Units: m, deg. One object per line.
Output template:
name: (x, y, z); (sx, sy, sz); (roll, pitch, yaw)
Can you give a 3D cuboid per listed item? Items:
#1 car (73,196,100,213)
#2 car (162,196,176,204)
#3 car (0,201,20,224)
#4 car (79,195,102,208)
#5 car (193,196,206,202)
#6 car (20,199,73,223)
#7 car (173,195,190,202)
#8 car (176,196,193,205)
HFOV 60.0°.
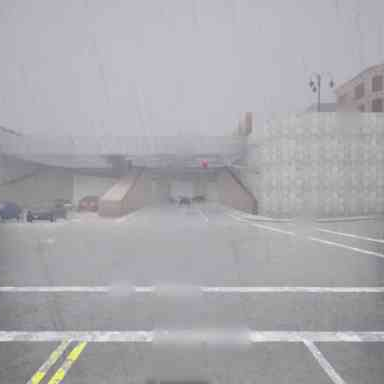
car: (-11.420, 1.352, 37.163); (2.097, 1.767, 4.553); (0, 0, -1)
car: (-4.525, 1.547, 64.337); (2.033, 1.411, 5.357); (0, 0, 5)
car: (-14.459, 1.477, 24.915); (1.882, 1.535, 5.008); (0, 0, -4)
car: (-15.223, 1.351, 49.986); (2.097, 1.767, 4.553); (0, 0, -1)
car: (1.515, 1.524, 74.822); (1.812, 1.442, 4.674); (0, 0, 28)
car: (-11.013, 1.505, 25.542); (1.837, 1.490, 4.892); (0, 0, -4)
car: (-2.353, 1.524, 74.694); (1.812, 1.442, 4.674); (0, 0, 24)
car: (-1.262, 1.547, 61.002); (2.033, 1.411, 5.357); (0, 0, 1)
